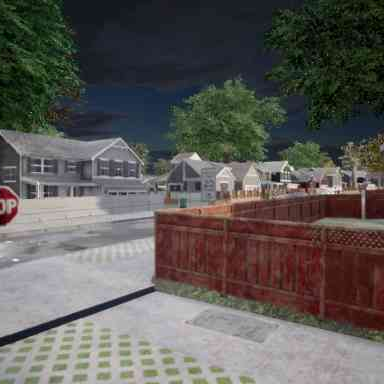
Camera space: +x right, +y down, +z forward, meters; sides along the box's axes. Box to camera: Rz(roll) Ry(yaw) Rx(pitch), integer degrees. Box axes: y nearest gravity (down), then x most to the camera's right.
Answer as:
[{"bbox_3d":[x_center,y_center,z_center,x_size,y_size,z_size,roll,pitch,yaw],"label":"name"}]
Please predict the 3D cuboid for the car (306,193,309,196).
[{"bbox_3d":[15.001,0.702,46.124,2.033,1.411,5.357,0,1,35],"label":"car"}]

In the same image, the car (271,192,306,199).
[{"bbox_3d":[9.597,0.881,33.568,1.882,1.535,5.008,0,1,35],"label":"car"}]
